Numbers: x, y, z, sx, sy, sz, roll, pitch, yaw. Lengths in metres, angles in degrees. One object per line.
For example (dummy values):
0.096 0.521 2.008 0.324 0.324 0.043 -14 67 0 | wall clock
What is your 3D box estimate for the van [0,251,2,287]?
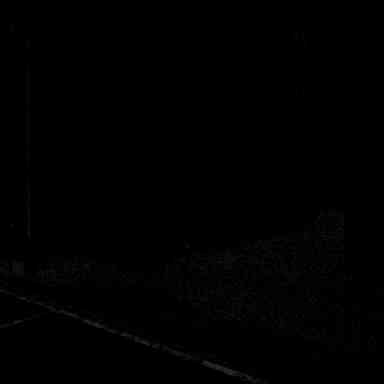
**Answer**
-5.778 1.338 7.194 3.998 1.788 1.690 0 0 35 | van
